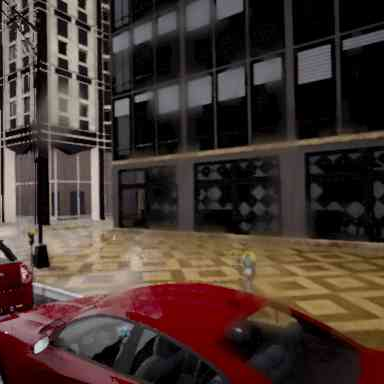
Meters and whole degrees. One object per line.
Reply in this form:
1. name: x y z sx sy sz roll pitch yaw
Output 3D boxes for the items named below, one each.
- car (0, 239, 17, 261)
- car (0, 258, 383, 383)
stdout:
1. car: -4.879 1.499 6.371 4.097 1.590 1.967 -1 -1 36
2. car: -0.277 1.560 3.087 4.507 1.381 1.887 -1 -1 36
